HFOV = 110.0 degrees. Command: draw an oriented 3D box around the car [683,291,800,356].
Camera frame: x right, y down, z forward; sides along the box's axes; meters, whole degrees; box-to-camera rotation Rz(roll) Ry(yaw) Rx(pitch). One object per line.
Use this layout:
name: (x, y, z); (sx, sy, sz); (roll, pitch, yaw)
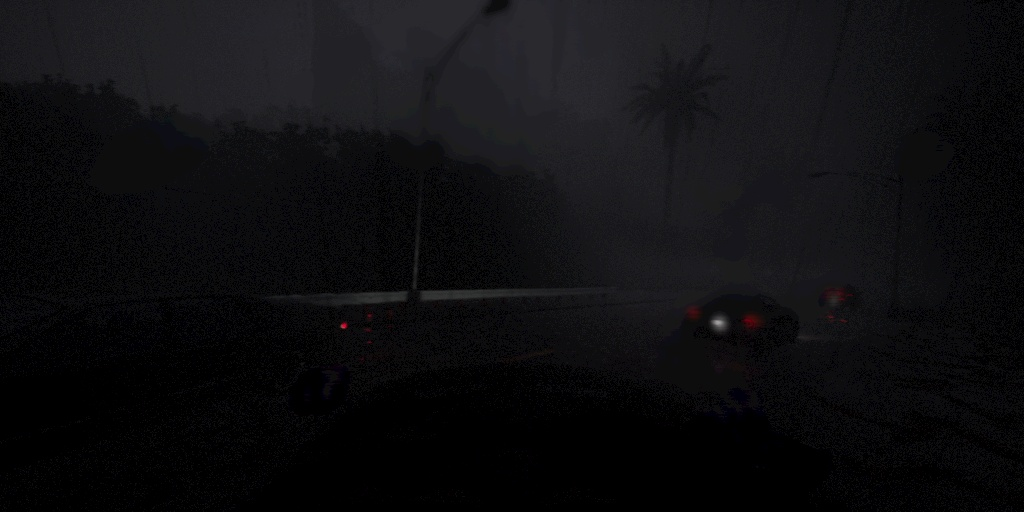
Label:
car: (6.580, 1.726, 10.150); (4.181, 1.385, 1.994); (4, 0, -42)

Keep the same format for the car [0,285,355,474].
car: (-4.179, 1.041, 3.711); (2.033, 1.411, 5.357); (3, 0, 19)

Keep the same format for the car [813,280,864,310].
car: (21.781, 2.620, 23.800); (4.892, 1.490, 1.837); (4, 0, -42)

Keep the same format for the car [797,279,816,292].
car: (32.684, 3.297, 39.185); (4.902, 1.511, 2.128); (4, 0, -41)
